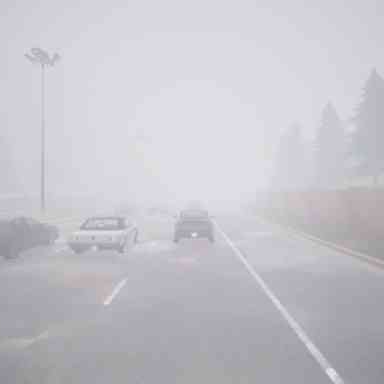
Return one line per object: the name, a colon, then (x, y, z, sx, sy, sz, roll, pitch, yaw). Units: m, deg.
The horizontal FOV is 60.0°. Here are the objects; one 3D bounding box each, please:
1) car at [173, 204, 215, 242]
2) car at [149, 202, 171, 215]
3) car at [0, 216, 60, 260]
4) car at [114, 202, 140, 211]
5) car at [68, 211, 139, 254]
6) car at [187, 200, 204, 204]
car: (0.095, 1.587, 16.757, 1.837, 1.490, 4.892, 0, 0, 0)
car: (-3.372, 1.773, 35.646, 1.895, 1.301, 4.718, 0, 0, 1)
car: (-6.904, 1.608, 12.600, 2.033, 1.411, 5.357, 0, 0, 0)
car: (-6.872, 1.718, 35.522, 2.033, 1.411, 5.357, 0, 0, 1)
car: (-3.404, 1.668, 13.807, 1.895, 1.301, 4.718, 0, 0, 0)
car: (0.392, 1.690, 40.936, 2.128, 1.511, 4.902, 0, 0, 4)
